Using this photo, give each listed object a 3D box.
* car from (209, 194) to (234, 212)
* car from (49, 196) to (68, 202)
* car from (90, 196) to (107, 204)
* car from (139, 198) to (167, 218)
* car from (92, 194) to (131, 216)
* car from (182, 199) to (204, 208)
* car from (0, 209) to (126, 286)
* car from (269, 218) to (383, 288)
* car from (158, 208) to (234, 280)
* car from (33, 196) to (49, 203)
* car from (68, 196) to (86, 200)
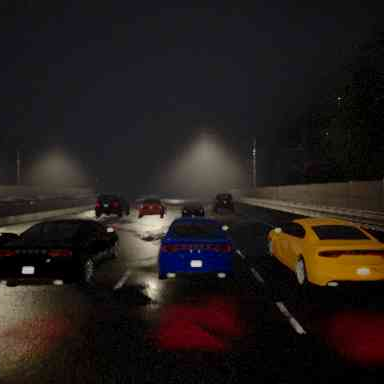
[{"bbox_3d":[3.493,1.185,37.942,2.150,2.045,5.566,0,0,0],"label":"car"},{"bbox_3d":[-24.517,1.471,62.753,1.837,1.490,4.892,0,0,0],"label":"car"},{"bbox_3d":[-17.529,1.491,62.376,1.812,1.442,4.674,0,0,1],"label":"car"},{"bbox_3d":[-3.408,1.330,29.767,2.097,1.767,4.553,0,0,0],"label":"car"},{"bbox_3d":[-6.908,1.199,29.373,2.150,2.045,5.566,0,0,0],"label":"car"},{"bbox_3d":[0.097,1.580,28.671,1.895,1.301,4.718,0,0,0],"label":"car"},{"bbox_3d":[-3.400,1.469,9.376,1.882,1.535,5.008,0,0,0],"label":"car"},{"bbox_3d":[3.499,1.468,9.261,1.882,1.535,5.008,0,0,0],"label":"car"},{"bbox_3d":[0.100,1.469,9.979,1.882,1.535,5.008,0,0,0],"label":"car"},{"bbox_3d":[-28.014,1.518,62.352,1.994,1.385,4.181,0,0,0],"label":"car"},{"bbox_3d":[-21.026,1.526,62.373,1.994,1.385,4.181,0,0,0],"label":"car"}]
